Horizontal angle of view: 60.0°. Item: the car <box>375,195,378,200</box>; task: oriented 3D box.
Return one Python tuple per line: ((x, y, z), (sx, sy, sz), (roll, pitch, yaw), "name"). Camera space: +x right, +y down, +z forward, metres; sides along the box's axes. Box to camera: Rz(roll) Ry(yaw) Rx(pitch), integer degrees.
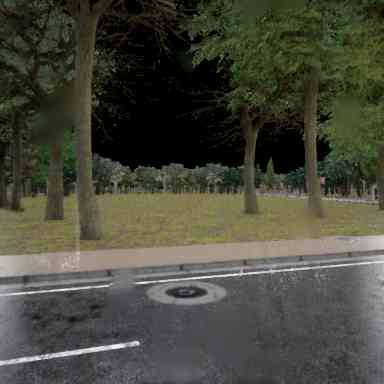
((45.084, 1.253, 80.104), (1.994, 1.385, 4.181), (0, 0, 5), "car")
